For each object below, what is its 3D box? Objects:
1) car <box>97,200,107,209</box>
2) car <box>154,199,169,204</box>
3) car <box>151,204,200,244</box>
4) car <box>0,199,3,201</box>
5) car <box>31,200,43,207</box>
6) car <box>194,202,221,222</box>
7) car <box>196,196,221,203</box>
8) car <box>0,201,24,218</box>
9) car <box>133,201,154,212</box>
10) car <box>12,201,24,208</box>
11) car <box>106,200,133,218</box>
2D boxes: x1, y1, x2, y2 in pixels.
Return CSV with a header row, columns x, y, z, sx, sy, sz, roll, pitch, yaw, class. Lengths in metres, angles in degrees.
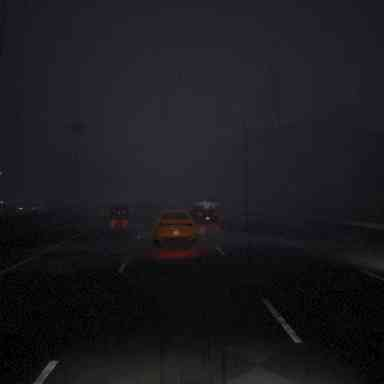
x,y,z,sx,sy,sz,roll,pitch,yaw,class
-15.684,2.167,59.255,1.812,1.442,4.674,0,-1,-23,car
-4.843,1.803,50.273,2.097,1.767,4.553,0,-1,-19,car
-0.963,1.622,16.822,1.882,1.535,5.008,0,0,-6,car
-41.773,2.180,71.465,2.097,1.767,4.553,0,-1,-31,car
-32.404,2.386,69.408,1.812,1.442,4.674,0,-1,-29,car
0.842,1.818,28.532,1.895,1.301,4.718,-1,0,-11,car
1.836,1.527,40.846,2.150,2.045,5.566,0,0,-14,car
-17.793,1.933,31.134,2.128,1.511,4.902,0,0,-13,car
-7.202,1.941,46.690,2.128,1.511,4.902,0,0,-18,car
-35.025,2.455,66.946,1.994,1.385,4.181,0,-1,-29,car
-7.510,1.844,34.294,2.128,1.511,4.902,0,-1,-13,car
